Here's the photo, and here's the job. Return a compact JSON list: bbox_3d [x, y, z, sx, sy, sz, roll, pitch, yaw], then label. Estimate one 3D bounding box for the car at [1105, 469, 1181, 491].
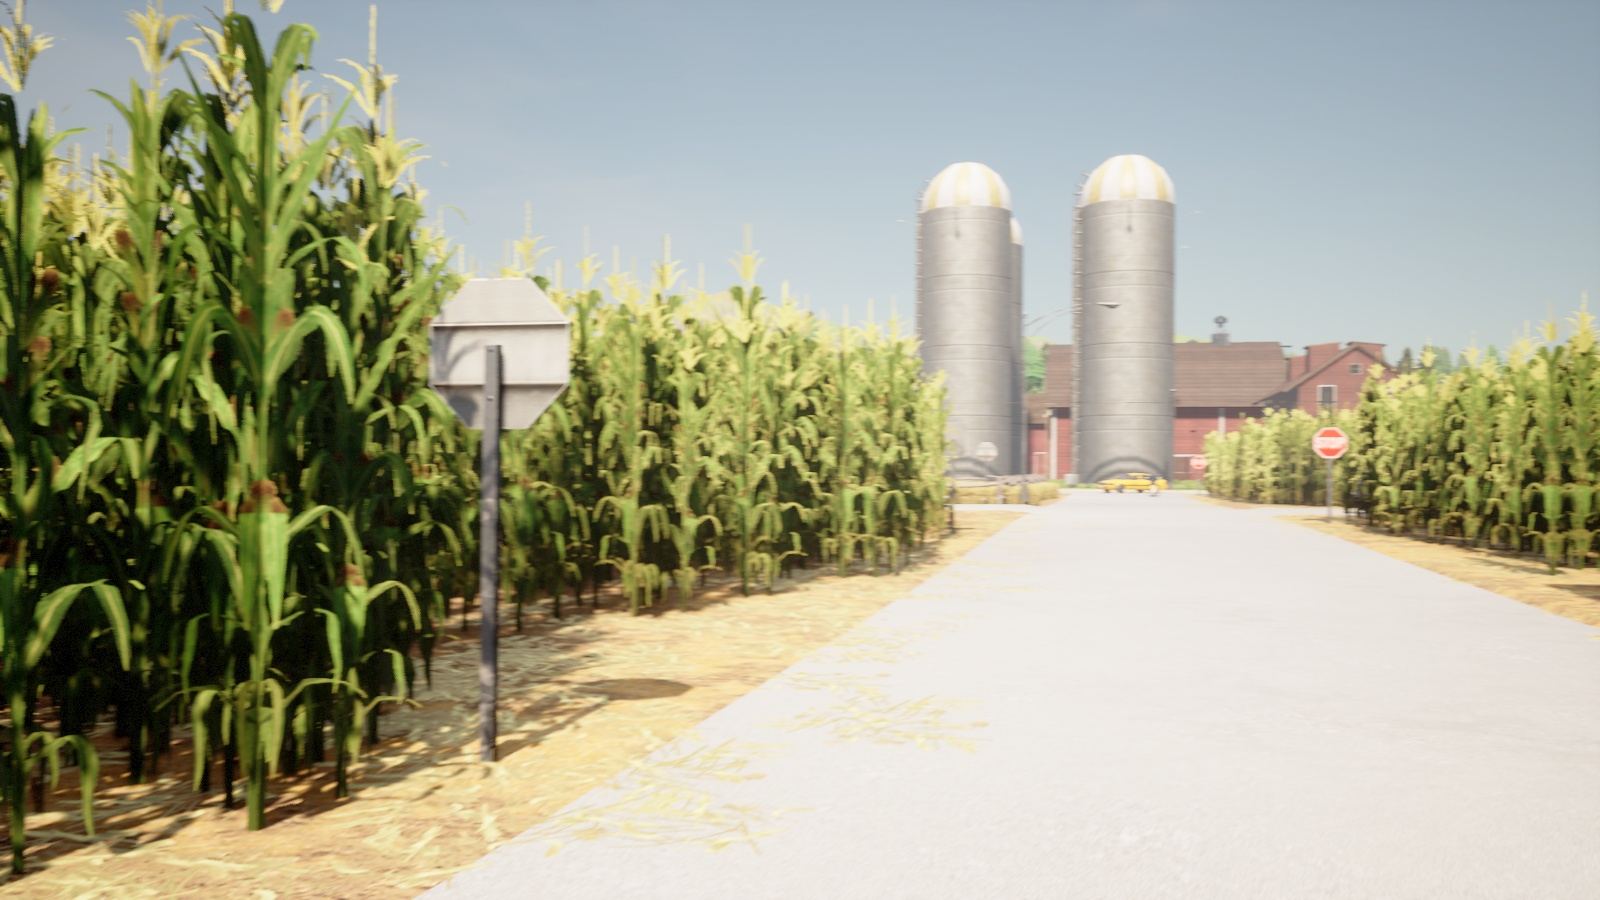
[{"bbox_3d":[24.744,2.141,90.572,5.366,1.575,1.801,0,-1,-23],"label":"car"}]
